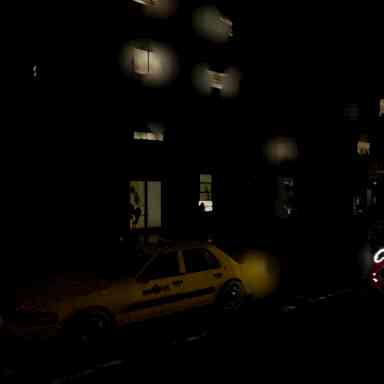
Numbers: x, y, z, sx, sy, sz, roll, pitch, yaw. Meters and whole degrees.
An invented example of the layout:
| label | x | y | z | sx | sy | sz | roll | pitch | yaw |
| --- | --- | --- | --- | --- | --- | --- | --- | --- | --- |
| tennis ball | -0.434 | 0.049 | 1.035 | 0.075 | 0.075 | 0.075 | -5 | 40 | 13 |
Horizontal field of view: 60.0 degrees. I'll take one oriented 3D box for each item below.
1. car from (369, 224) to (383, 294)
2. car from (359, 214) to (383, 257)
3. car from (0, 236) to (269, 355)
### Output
| label | x | y | z | sx | sy | sz | roll | pitch | yaw |
| --- | --- | --- | --- | --- | --- | --- | --- | --- | --- |
| car | 6.001 | 1.352 | 7.513 | 4.553 | 1.767 | 2.097 | 0 | 0 | -35 |
| car | 8.451 | 1.550 | 12.556 | 4.403 | 1.369 | 2.008 | 0 | 0 | -35 |
| car | -0.697 | 1.525 | 6.060 | 4.829 | 1.417 | 1.752 | 0 | 0 | -35 |
